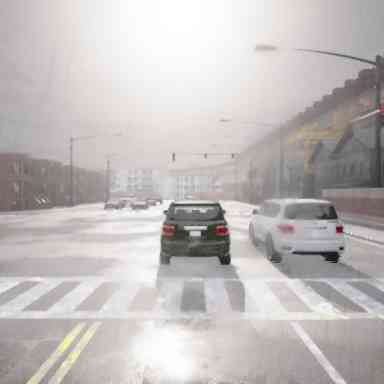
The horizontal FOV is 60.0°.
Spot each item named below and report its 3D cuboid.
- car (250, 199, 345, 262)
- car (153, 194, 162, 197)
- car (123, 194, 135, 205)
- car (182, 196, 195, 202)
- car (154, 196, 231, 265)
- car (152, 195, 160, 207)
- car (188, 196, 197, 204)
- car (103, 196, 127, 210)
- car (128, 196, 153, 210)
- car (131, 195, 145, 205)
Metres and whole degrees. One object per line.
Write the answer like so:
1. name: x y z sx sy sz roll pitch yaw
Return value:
1. car: 3.597 1.255 12.338 2.150 2.045 5.566 0 0 0
2. car: -7.001 1.388 66.329 2.150 2.045 5.566 0 0 0
3. car: -10.521 1.360 54.883 2.150 2.045 5.566 0 0 1
4. car: -0.880 1.738 84.795 2.128 1.511 4.902 0 0 -14
5. car: 0.097 1.254 12.007 2.150 2.045 5.566 0 0 0
6. car: -7.016 1.666 55.714 1.812 1.442 4.674 0 0 0
7. car: 0.099 1.677 68.725 1.837 1.490 4.892 0 0 0
8. car: -10.577 1.640 45.216 1.812 1.442 4.674 0 0 0
9. car: -7.080 1.664 46.436 2.033 1.411 5.357 0 0 0
10. car: -10.501 1.515 64.968 2.097 1.767 4.553 0 0 0
